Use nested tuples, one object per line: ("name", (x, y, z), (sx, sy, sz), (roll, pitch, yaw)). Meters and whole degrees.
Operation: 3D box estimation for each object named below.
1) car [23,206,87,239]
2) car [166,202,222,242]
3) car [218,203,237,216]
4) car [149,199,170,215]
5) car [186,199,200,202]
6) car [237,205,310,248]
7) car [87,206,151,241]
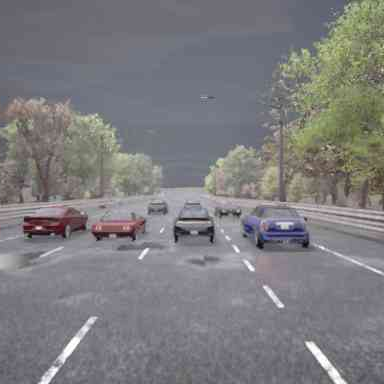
("car", (-6.913, 1.476, 17.473), (1.882, 1.535, 5.008), (0, 0, 0))
("car", (0.088, 1.490, 16.393), (2.128, 1.511, 4.902), (0, 0, 0))
("car", (3.087, 1.602, 29.503), (1.895, 1.301, 4.718), (0, 0, -3))
("car", (-3.424, 1.495, 34.467), (2.128, 1.511, 4.902), (0, 0, 0))
("car", (0.076, 1.495, 34.502), (2.128, 1.511, 4.902), (0, 0, 0))
("car", (3.542, 1.353, 14.956), (2.097, 1.767, 4.553), (0, 0, -1))
("car", (-3.411, 1.599, 16.550), (1.895, 1.301, 4.718), (0, 0, 0))
